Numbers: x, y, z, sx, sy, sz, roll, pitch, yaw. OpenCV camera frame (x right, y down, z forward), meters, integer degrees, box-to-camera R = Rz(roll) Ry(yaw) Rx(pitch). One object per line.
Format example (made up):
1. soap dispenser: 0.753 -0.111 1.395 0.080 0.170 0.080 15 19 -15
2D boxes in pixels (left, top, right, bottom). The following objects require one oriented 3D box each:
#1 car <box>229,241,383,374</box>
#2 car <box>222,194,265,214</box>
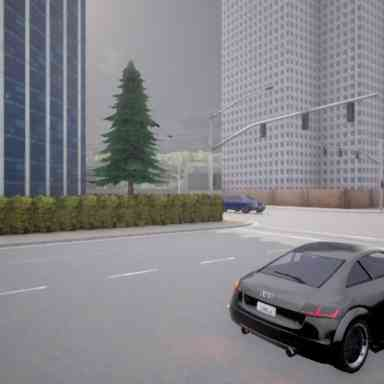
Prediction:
1. car: 2.661 1.563 5.679 4.181 1.385 1.994 0 0 -35
2. car: 5.174 1.218 35.241 2.150 2.045 5.566 0 0 -35
